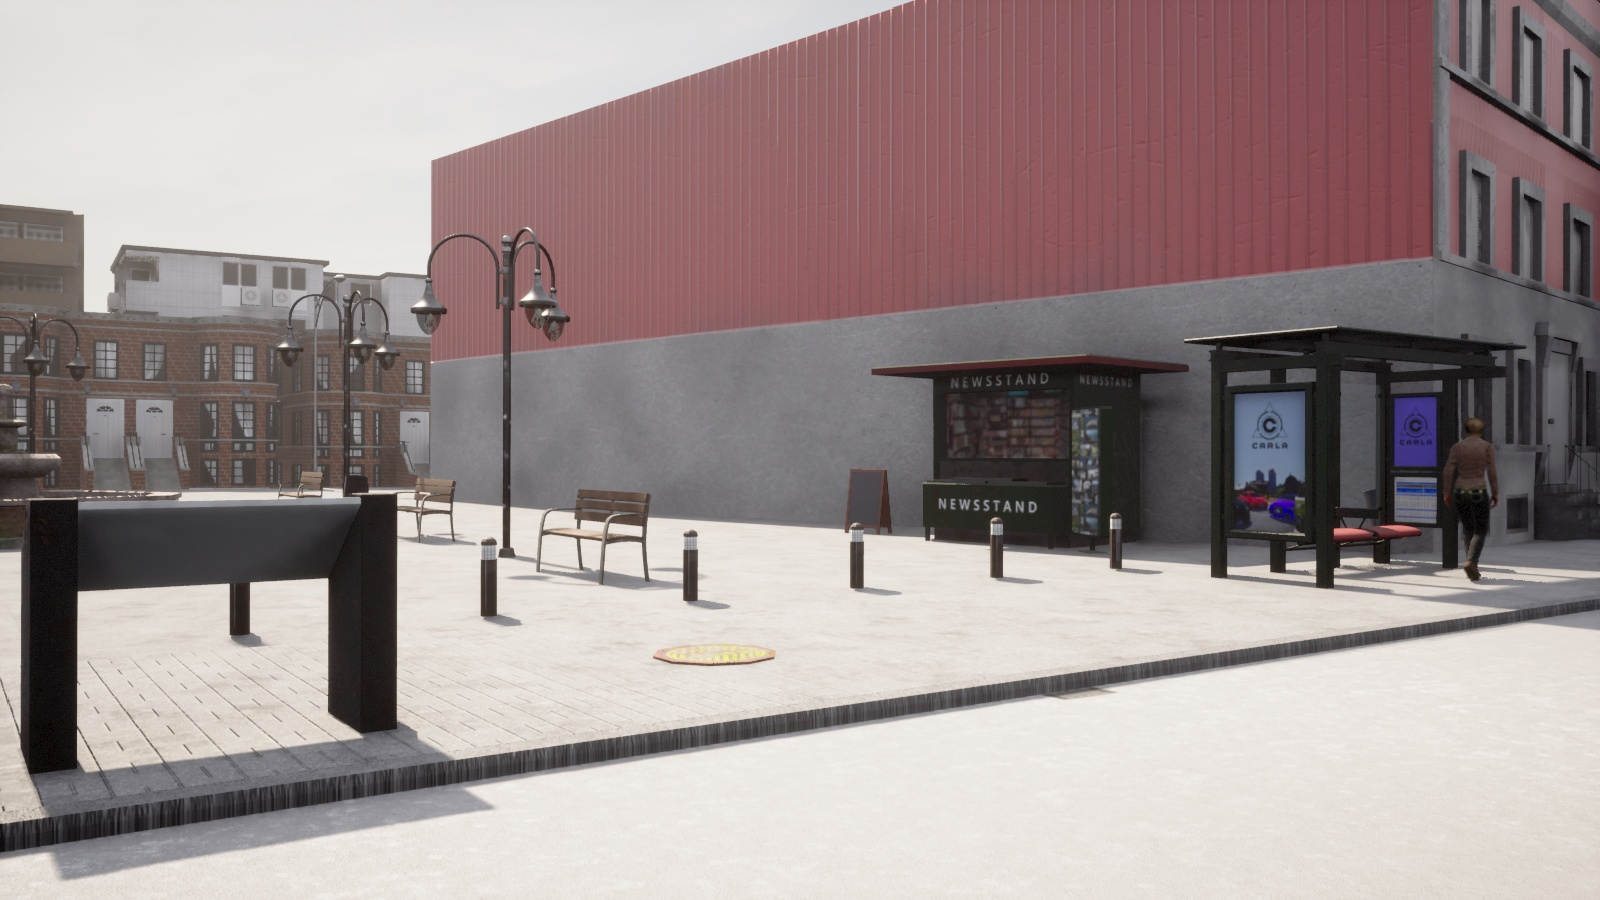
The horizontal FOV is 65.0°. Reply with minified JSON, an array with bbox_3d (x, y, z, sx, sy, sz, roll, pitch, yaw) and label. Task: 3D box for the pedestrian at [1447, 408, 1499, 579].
[{"bbox_3d":[7.452,0.471,13.898,0.634,1.846,0.331,0,0,-45],"label":"pedestrian"}]
